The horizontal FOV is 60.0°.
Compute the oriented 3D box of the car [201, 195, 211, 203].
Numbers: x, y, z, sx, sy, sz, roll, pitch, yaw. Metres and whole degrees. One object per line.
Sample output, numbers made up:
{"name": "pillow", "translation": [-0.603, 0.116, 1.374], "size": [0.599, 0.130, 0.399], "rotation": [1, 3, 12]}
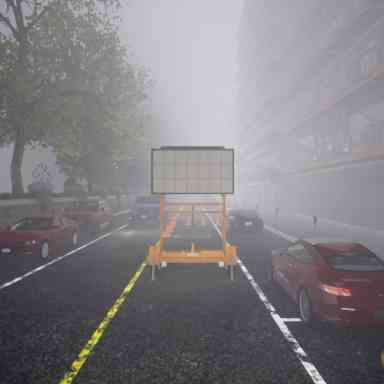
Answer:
{"name": "car", "translation": [2.837, 1.484, 68.710], "size": [1.967, 1.590, 4.097], "rotation": [0, 0, 0]}

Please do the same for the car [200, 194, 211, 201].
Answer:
{"name": "car", "translation": [2.813, 1.471, 57.448], "size": [1.967, 1.590, 4.097], "rotation": [0, 0, 0]}

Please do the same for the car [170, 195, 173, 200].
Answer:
{"name": "car", "translation": [-5.543, 1.595, 68.727], "size": [2.008, 1.369, 4.403], "rotation": [0, 0, 0]}

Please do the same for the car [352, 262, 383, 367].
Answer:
{"name": "car", "translation": [2.693, 1.525, 1.316], "size": [1.752, 1.417, 4.829], "rotation": [0, 0, 0]}

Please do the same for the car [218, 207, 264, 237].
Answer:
{"name": "car", "translation": [2.728, 1.568, 18.039], "size": [1.947, 1.339, 4.313], "rotation": [0, 0, 0]}

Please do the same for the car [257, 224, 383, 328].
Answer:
{"name": "car", "translation": [2.704, 1.582, 6.776], "size": [1.802, 1.307, 4.206], "rotation": [0, 0, 0]}

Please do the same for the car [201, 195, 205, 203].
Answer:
{"name": "car", "translation": [2.800, 1.569, 51.819], "size": [1.887, 1.381, 4.507], "rotation": [0, 0, 0]}

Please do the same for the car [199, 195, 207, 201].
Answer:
{"name": "car", "translation": [2.872, 1.508, 85.600], "size": [1.967, 1.590, 4.097], "rotation": [0, 0, 0]}

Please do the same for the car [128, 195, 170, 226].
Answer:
{"name": "car", "translation": [-3.048, 1.225, 23.875], "size": [2.150, 2.045, 5.566], "rotation": [0, 0, 0]}

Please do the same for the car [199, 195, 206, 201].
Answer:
{"name": "car", "translation": [2.885, 1.644, 91.230], "size": [1.947, 1.339, 4.313], "rotation": [0, 0, 0]}

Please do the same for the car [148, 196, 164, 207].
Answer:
{"name": "car", "translation": [-5.580, 1.464, 51.837], "size": [1.967, 1.590, 4.097], "rotation": [0, 0, 0]}

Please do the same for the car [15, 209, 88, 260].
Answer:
{"name": "car", "translation": [-5.664, 1.545, 12.424], "size": [1.887, 1.381, 4.507], "rotation": [0, 0, 0]}

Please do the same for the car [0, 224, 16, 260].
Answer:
{"name": "car", "translation": [-5.676, 1.582, 6.793], "size": [1.802, 1.307, 4.206], "rotation": [0, 0, 0]}

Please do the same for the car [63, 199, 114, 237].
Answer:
{"name": "car", "translation": [-5.652, 1.317, 18.056], "size": [2.192, 1.841, 5.009], "rotation": [0, 0, 0]}

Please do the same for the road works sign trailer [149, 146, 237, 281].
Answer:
{"name": "road works sign trailer", "translation": [0.021, 0.465, 9.804], "size": [2.380, 3.560, 2.880], "rotation": [0, 0, 0]}

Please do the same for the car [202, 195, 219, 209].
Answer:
{"name": "car", "translation": [2.789, 1.563, 46.189], "size": [1.887, 1.381, 4.507], "rotation": [0, 0, 0]}

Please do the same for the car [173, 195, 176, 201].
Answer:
{"name": "car", "translation": [-5.508, 1.593, 85.447], "size": [1.752, 1.417, 4.829], "rotation": [0, 0, 0]}

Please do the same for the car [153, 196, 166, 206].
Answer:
{"name": "car", "translation": [-5.568, 1.471, 57.465], "size": [1.967, 1.590, 4.097], "rotation": [0, 0, 0]}

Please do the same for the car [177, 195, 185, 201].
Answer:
{"name": "car", "translation": [-2.816, 1.546, 85.896], "size": [1.882, 1.535, 5.008], "rotation": [0, 0, 0]}

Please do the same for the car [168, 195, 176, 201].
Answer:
{"name": "car", "translation": [-5.495, 1.629, 91.248], "size": [2.008, 1.369, 4.403], "rotation": [0, 0, 0]}
